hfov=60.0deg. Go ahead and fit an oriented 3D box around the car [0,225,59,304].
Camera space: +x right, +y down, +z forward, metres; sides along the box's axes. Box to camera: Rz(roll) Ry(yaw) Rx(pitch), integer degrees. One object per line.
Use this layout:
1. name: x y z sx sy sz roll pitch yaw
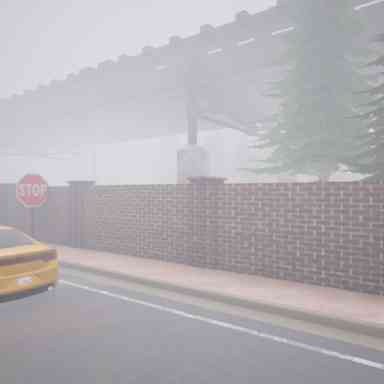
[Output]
1. car: -5.074 1.477 7.565 5.008 1.535 1.882 0 0 36
